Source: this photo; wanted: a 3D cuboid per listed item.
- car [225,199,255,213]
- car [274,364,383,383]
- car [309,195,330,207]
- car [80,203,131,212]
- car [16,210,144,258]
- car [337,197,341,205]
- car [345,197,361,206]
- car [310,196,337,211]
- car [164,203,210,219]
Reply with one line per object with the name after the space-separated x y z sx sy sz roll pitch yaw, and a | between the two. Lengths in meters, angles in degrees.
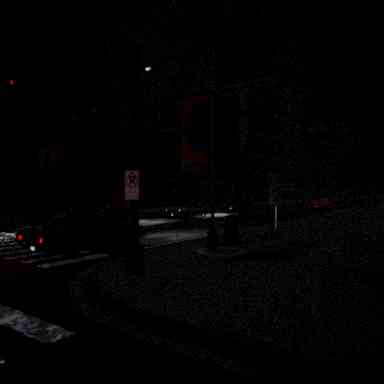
5.646 1.541 38.401 2.128 1.511 4.902 0 0 35 | car
2.242 1.551 1.246 4.403 1.369 2.008 0 0 36 | car
20.669 1.462 53.704 2.097 1.767 4.553 0 0 35 | car
-5.738 1.504 22.300 2.128 1.511 4.902 0 0 36 | car
-4.089 1.614 13.036 1.895 1.301 4.718 0 0 35 | car
26.407 1.665 61.829 1.812 1.442 4.674 0 0 35 | car
29.041 1.622 59.926 1.882 1.535 5.008 0 0 35 | car
16.422 1.561 42.063 1.882 1.535 5.008 0 0 35 | car
-0.380 1.629 29.908 1.895 1.301 4.718 0 0 36 | car
